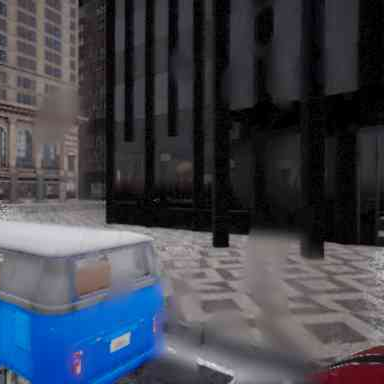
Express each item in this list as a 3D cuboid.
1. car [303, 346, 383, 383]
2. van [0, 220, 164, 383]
[{"bbox_3d":[2.304,1.440,1.315,4.097,1.590,1.967,0,0,36],"label":"car"},{"bbox_3d":[-2.256,1.339,4.569,3.998,1.788,1.690,0,0,36],"label":"van"}]
